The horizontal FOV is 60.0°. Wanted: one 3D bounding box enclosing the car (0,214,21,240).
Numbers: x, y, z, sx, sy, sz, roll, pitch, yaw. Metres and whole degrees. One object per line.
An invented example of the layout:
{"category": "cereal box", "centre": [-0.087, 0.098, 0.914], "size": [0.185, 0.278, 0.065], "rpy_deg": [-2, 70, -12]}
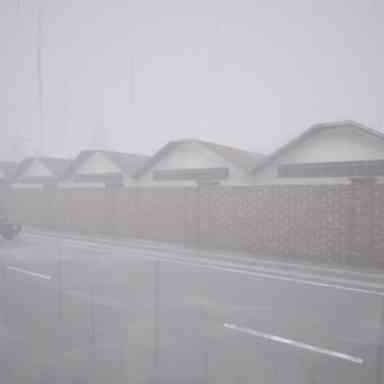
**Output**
{"category": "car", "centre": [-9.998, 1.583, 15.416], "size": [4.718, 1.301, 1.895], "rpy_deg": [0, 0, 36]}
